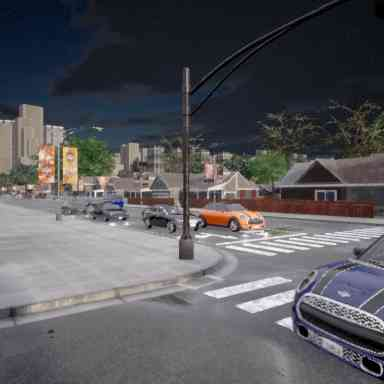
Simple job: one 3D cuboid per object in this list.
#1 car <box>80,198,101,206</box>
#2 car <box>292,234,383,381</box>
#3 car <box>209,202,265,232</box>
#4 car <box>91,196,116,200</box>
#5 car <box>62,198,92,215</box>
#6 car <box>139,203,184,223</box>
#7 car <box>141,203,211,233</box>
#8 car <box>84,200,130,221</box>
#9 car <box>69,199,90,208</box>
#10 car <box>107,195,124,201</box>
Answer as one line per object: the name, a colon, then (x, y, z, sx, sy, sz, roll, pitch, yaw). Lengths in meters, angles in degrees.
car: (-19.163, 1.907, 62.579, 2.033, 1.411, 5.357, 0, 0, -35)
car: (3.771, 1.353, 5.172, 4.553, 1.767, 2.097, 0, 0, -27)
car: (2.397, 1.440, 20.935, 2.097, 1.767, 4.553, 0, 0, -36)
car: (-13.426, 1.786, 49.082, 1.837, 1.490, 4.892, 0, 0, -35)
car: (-13.158, 1.729, 37.169, 1.837, 1.490, 4.892, 0, 0, -35)
car: (-2.613, 1.706, 27.954, 1.994, 1.385, 4.181, 0, 0, -34)
car: (-1.347, 1.592, 20.564, 2.128, 1.511, 4.902, 0, 0, -35)
car: (-7.321, 1.713, 28.944, 2.033, 1.411, 5.357, 0, 0, -35)
car: (-19.477, 1.887, 57.565, 2.033, 1.411, 5.357, 0, 0, -34)
car: (-13.011, 1.523, 54.100, 2.150, 2.045, 5.566, 0, 0, -36)
